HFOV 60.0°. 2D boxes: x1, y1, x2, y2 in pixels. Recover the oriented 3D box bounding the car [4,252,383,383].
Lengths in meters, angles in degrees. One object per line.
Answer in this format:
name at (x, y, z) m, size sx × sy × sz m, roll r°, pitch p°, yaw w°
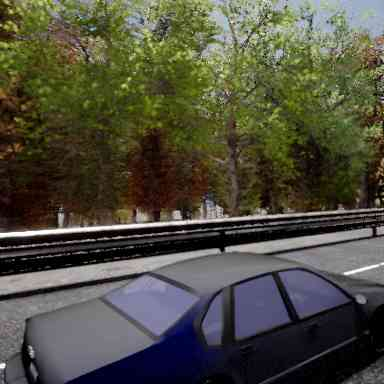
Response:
car at (0.710, 1.537, 4.262) m, size 5.357 × 1.411 × 2.033 m, roll 0°, pitch 0°, yaw -36°
